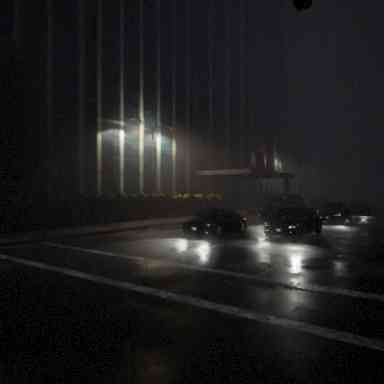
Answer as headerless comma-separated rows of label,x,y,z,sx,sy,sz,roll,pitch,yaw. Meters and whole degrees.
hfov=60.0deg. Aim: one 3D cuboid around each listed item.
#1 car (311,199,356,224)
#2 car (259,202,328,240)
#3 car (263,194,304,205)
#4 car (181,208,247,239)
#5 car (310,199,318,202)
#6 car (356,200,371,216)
car,10.704,1.505,24.938,1.837,1.490,4.892,0,0,35
car,5.359,1.505,17.286,1.837,1.490,4.892,0,0,35
car,7.162,1.221,25.986,2.150,2.045,5.566,0,0,35
car,1.226,1.563,17.481,1.994,1.385,4.181,0,0,35
car,13.169,1.492,34.557,2.128,1.511,4.902,0,0,35
car,16.613,1.526,33.368,1.812,1.442,4.674,0,0,35
